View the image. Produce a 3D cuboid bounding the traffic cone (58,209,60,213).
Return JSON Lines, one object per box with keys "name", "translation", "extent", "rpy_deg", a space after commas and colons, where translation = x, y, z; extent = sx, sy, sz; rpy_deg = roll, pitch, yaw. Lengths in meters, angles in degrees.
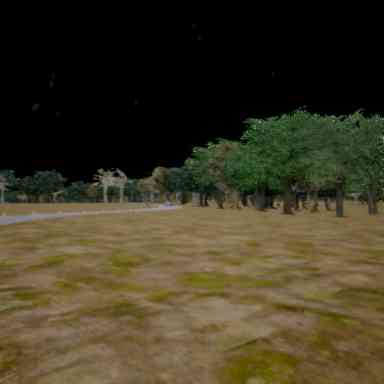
{"name": "traffic cone", "translation": [-19.632, 2.845, 49.200], "extent": [0.340, 0.580, 0.340], "rpy_deg": [-1, -2, 19]}
